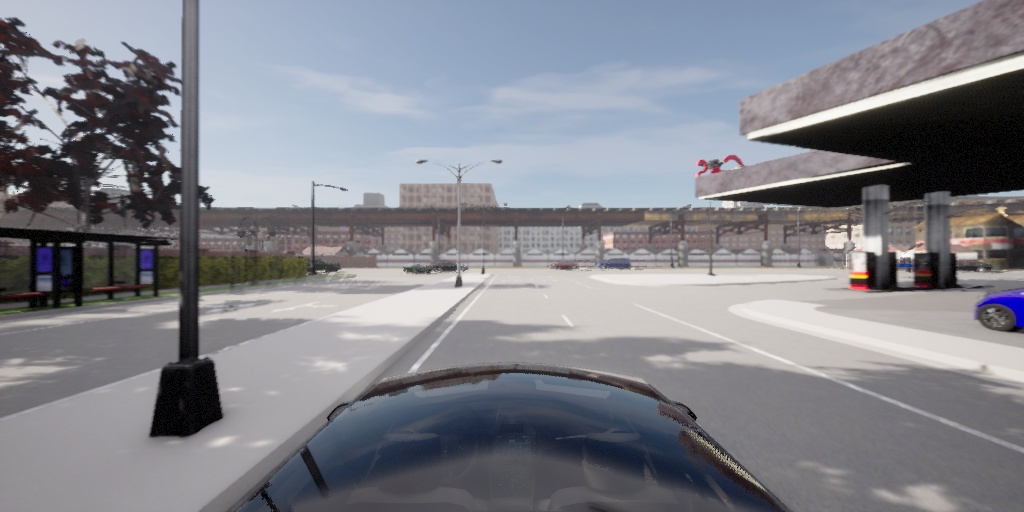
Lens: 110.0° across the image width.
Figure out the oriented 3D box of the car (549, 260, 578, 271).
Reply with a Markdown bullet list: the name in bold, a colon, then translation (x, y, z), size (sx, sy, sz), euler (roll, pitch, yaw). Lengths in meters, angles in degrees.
- **car**: translation (8.179, 1.448, 57.024), size (4.553, 1.767, 2.097), euler (0, 0, 1)

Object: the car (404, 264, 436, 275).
- **car**: translation (-11.612, 1.618, 44.194), size (1.895, 1.301, 4.718), euler (0, -1, -38)

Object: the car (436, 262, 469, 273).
- **car**: translation (-8.486, 1.558, 49.948), size (4.892, 1.490, 1.837), euler (0, 0, 1)

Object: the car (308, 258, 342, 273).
- **car**: translation (-26.811, 1.275, 50.061), size (5.566, 2.045, 2.150), euler (0, 0, 1)

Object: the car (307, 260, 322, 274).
- **car**: translation (-27.792, 1.559, 46.556), size (4.674, 1.442, 1.812), euler (0, 0, 1)

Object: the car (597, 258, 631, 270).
- **car**: translation (17.207, 1.338, 60.436), size (5.566, 2.045, 2.150), euler (0, 0, 1)
